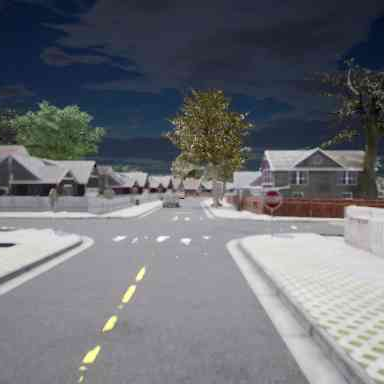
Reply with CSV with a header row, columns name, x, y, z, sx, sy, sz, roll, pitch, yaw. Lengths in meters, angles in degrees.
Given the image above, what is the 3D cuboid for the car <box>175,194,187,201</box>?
name,x,y,z,sx,sy,sz,roll,pitch,yaw
car,-2.170,1.104,68.572,1.895,1.301,4.718,0,0,5

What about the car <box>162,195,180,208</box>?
name,x,y,z,sx,sy,sz,roll,pitch,yaw
car,-2.709,1.149,43.539,2.097,1.767,4.553,0,0,0
